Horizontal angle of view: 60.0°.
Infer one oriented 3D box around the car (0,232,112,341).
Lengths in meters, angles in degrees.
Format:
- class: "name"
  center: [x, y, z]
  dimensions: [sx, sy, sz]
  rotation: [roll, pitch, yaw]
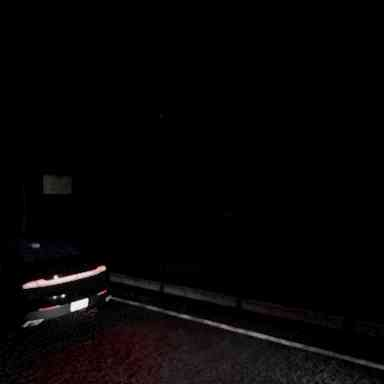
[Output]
- class: "car"
  center: [-3.711, 1.572, 6.637]
  dimensions: [4.902, 1.511, 2.128]
  rotation: [-1, 0, 36]
